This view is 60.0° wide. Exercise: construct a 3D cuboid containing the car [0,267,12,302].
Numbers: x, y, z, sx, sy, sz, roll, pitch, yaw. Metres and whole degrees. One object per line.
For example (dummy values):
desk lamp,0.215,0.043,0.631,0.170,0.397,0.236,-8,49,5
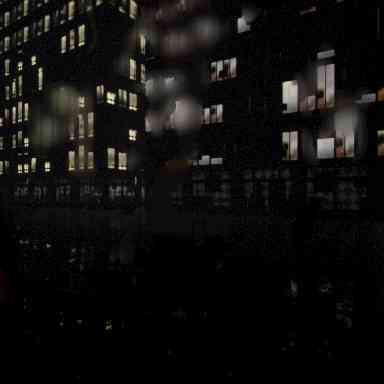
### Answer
car,-5.559,1.526,6.817,4.829,1.417,1.752,0,0,35
